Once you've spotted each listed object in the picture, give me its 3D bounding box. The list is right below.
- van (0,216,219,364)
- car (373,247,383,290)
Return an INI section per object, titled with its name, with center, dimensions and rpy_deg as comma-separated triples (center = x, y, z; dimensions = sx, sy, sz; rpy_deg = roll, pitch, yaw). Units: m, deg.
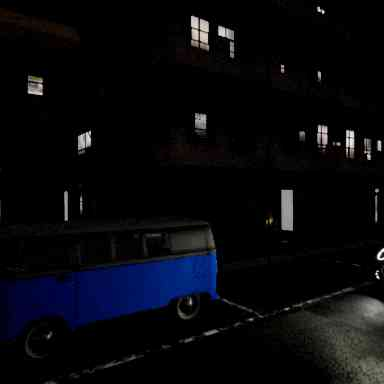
[van]
center = -1.431, 1.341, 5.550
dimensions = 3.998, 1.788, 1.690
rpy_deg = 0, 0, -35
[car]
center = 6.204, 1.351, 7.668
dimensions = 4.553, 1.767, 2.097
rpy_deg = 0, 0, -34
